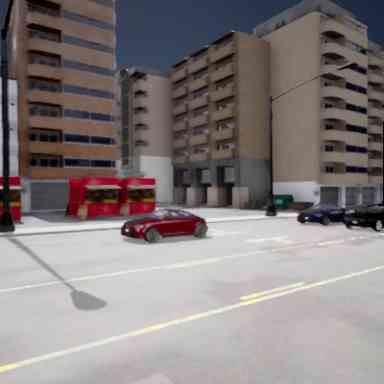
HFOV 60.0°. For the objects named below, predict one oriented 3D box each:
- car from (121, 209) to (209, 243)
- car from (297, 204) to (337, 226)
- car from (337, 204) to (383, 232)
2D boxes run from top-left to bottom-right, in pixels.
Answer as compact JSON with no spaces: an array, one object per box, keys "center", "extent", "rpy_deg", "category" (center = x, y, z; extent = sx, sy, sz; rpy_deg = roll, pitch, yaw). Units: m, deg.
[{"center":[-1.244,1.529,15.971],"extent":[4.181,1.385,1.994],"rpy_deg":[0,0,-35],"category":"car"},{"center":[9.299,1.562,23.415],"extent":[4.181,1.385,1.994],"rpy_deg":[0,0,-35],"category":"car"},{"center":[11.381,1.486,20.504],"extent":[5.008,1.535,1.882],"rpy_deg":[1,0,-35],"category":"car"}]
